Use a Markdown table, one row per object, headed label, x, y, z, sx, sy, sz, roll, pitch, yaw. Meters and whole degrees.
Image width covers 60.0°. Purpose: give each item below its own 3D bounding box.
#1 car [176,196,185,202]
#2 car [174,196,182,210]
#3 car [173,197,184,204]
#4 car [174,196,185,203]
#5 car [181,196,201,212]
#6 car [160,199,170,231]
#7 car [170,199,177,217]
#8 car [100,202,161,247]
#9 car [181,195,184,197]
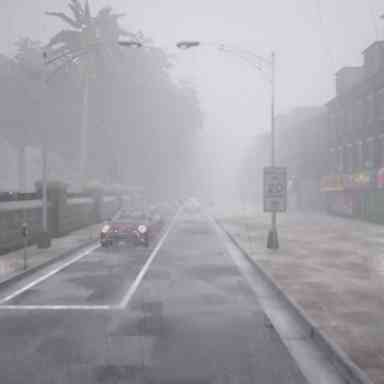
| label | x | y | z | sx | sy | sz | roll | pitch | yaw |
| --- | --- | --- | --- | --- | --- | --- | --- | --- | --- |
| car | -2.642 | 1.694 | 77.169 | 1.947 | 1.339 | 4.313 | 0 | 0 | 0 |
| car | -2.641 | 1.570 | 43.037 | 2.008 | 1.369 | 4.403 | 0 | 0 | 0 |
| car | -2.642 | 1.629 | 65.791 | 1.887 | 1.381 | 4.507 | 0 | 0 | 0 |
| car | -2.642 | 1.656 | 71.480 | 2.008 | 1.369 | 4.403 | 0 | 0 | 0 |
| car | 0.002 | 1.543 | 39.120 | 1.812 | 1.442 | 4.674 | 0 | 0 | 0 |
| car | -2.639 | 1.430 | 20.282 | 1.967 | 1.590 | 4.097 | 0 | 0 | 0 |
| car | -2.640 | 1.582 | 31.660 | 1.802 | 1.307 | 4.206 | 0 | 0 | 0 |
| car | -2.639 | 1.430 | 14.594 | 1.967 | 1.590 | 4.097 | 0 | 0 | 0 |
| car | -2.642 | 1.609 | 60.103 | 1.887 | 1.381 | 4.507 | 0 | 0 | 0 |
